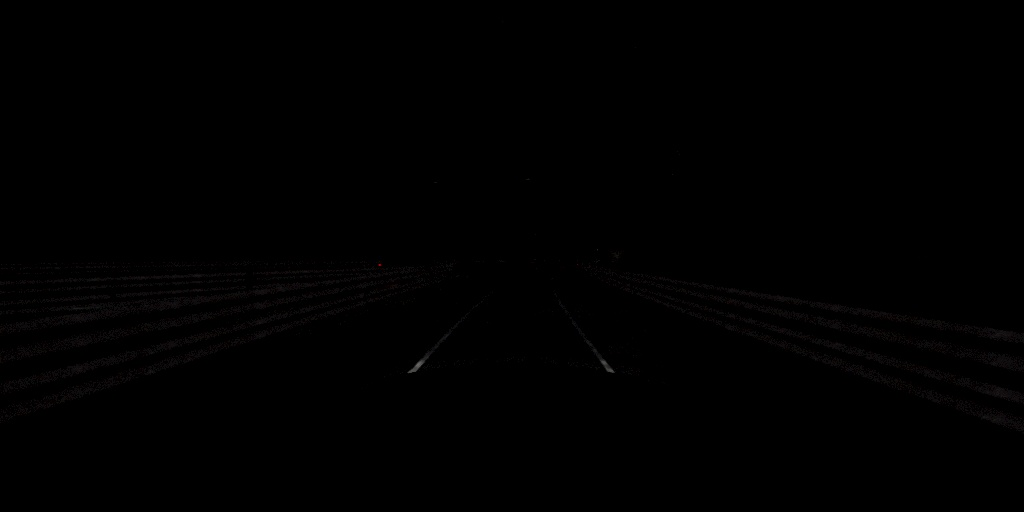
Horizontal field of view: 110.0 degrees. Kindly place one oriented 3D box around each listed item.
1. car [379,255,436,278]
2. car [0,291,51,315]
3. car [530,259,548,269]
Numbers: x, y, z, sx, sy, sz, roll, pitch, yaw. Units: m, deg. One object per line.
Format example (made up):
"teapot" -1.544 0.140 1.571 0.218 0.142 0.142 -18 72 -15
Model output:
"car" -8.489 0.918 29.785 2.150 2.045 5.566 0 0 24
"car" -17.519 1.153 10.271 2.033 1.411 5.357 0 0 25
"car" 4.602 1.299 60.758 1.882 1.535 5.008 0 0 22
